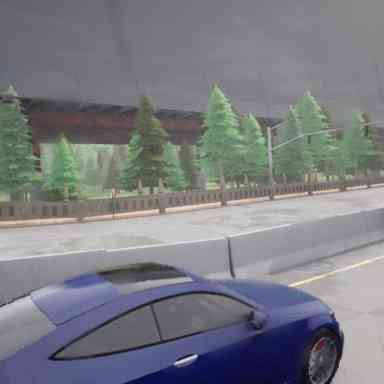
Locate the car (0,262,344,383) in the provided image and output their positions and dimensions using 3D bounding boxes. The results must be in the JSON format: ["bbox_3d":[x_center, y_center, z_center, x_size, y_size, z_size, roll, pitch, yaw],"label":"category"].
[{"bbox_3d":[-0.331,1.515,3.517,4.674,1.442,1.812,-1,0,-36],"label":"car"}]
